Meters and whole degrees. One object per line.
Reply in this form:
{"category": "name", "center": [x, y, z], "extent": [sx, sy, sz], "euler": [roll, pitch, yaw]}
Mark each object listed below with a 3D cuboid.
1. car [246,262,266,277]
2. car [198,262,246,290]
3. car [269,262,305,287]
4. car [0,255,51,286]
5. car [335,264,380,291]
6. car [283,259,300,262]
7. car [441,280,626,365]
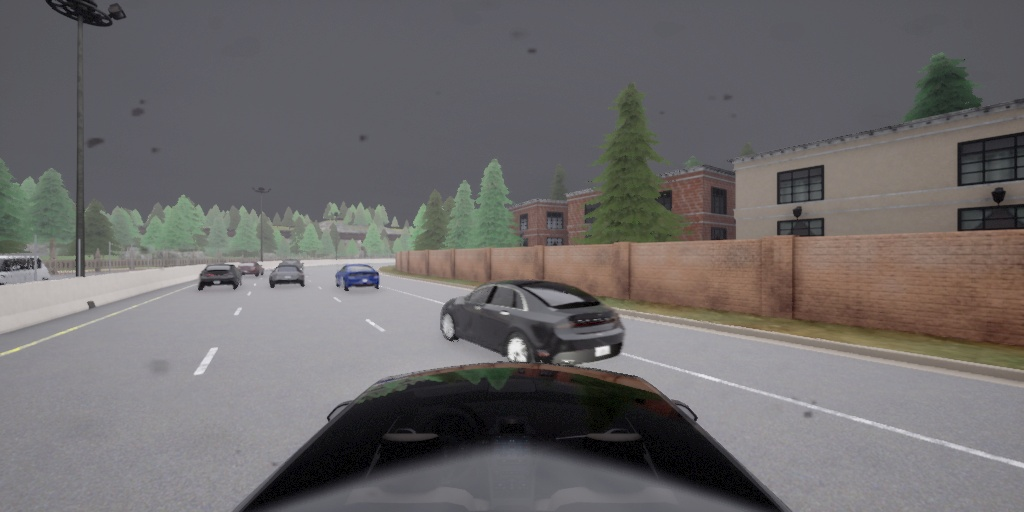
{"category": "car", "center": [-25.750, 1.290, 35.225], "extent": [1.812, 1.442, 4.674], "euler": [0, 0, -27]}
{"category": "car", "center": [-18.322, 1.263, 22.651], "extent": [1.837, 1.490, 4.892], "euler": [0, 0, -33]}
{"category": "car", "center": [-15.517, 1.324, 24.743], "extent": [1.994, 1.385, 4.181], "euler": [0, 0, -33]}
{"category": "car", "center": [-21.695, 0.976, 14.722], "extent": [2.150, 2.045, 5.566], "euler": [0, 0, -33]}
{"category": "car", "center": [-9.638, 1.236, 22.215], "extent": [1.882, 1.535, 5.008], "euler": [0, 0, -34]}
{"category": "car", "center": [-22.814, 1.118, 37.174], "extent": [2.097, 1.767, 4.553], "euler": [0, 0, -27]}
{"category": "car", "center": [0.079, 1.256, 7.631], "extent": [1.837, 1.490, 4.892], "euler": [0, 0, -34]}
